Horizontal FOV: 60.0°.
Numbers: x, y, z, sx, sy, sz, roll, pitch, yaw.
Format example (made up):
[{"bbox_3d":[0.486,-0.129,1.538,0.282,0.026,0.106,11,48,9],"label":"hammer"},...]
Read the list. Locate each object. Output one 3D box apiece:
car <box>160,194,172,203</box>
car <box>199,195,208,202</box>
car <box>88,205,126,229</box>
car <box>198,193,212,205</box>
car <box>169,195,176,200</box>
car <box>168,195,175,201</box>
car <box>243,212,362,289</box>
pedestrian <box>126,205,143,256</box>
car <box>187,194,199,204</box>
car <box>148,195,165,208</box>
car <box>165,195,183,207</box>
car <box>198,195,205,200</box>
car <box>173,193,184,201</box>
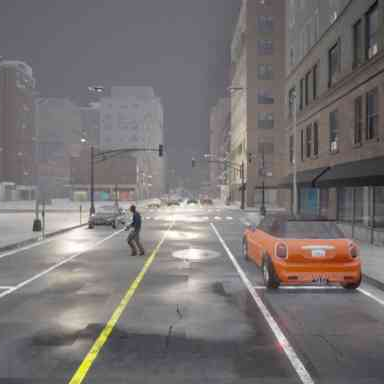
[{"bbox_3d":[-5.408,1.320,70.997,2.192,1.841,5.009,0,0,0],"label":"car"},{"bbox_3d":[2.615,1.531,76.831,1.752,1.417,4.829,0,0,0],"label":"car"},{"bbox_3d":[-5.394,1.551,21.504,2.008,1.369,4.403,0,0,0],"label":"car"},{"bbox_3d":[2.620,1.443,59.675,1.967,1.590,4.097,0,0,0],"label":"car"},{"bbox_3d":[-5.415,1.533,93.475,1.752,1.417,4.829,0,0,0],"label":"car"},{"bbox_3d":[-5.413,1.589,87.983,1.802,1.307,4.206,0,0,0],"label":"car"},{"bbox_3d":[2.747,1.351,9.352,2.097,1.767,4.553,0,0,0],"label":"car"},{"bbox_3d":[-1.981,1.293,11.493,0.375,1.860,0.375,0,0,-8],"label":"pedestrian"},{"bbox_3d":[0.076,1.604,63.596,1.895,1.301,4.718,0,0,0],"label":"car"},{"bbox_3d":[-5.401,1.527,48.179,1.752,1.417,4.829,0,0,0],"label":"car"},{"bbox_3d":[-2.858,1.549,51.814,2.033,1.411,5.357,0,0,0],"label":"car"},{"bbox_3d":[2.610,1.559,93.647,2.008,1.369,4.403,0,0,0],"label":"car"},{"bbox_3d":[-2.780,1.530,67.733,1.812,1.442,4.674,0,0,0],"label":"car"}]
